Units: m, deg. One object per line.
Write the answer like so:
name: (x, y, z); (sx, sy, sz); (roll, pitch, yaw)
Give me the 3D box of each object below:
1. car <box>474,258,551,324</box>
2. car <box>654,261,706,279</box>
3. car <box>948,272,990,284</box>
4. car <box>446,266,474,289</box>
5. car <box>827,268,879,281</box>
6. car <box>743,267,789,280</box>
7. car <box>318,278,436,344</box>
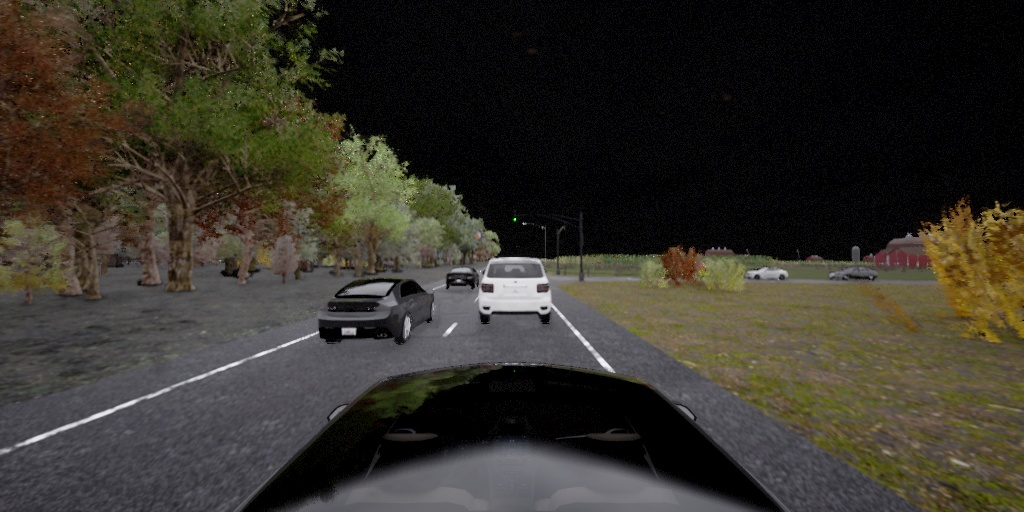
car: (0.099, 1.083, 12.614); (2.150, 2.045, 5.566); (0, -1, 0)
car: (19.562, 1.642, 41.818); (5.566, 2.045, 2.150); (1, -2, 0)
car: (48.938, 2.210, 38.071); (4.181, 1.385, 1.994); (1, -2, 0)
car: (-3.397, 1.468, 25.384); (1.882, 1.535, 5.008); (0, -1, 0)
car: (39.575, 2.131, 41.705); (4.902, 1.511, 2.128); (1, -2, 0)
car: (29.528, 2.055, 41.767); (4.674, 1.442, 1.812); (1, -2, 0)
car: (-3.397, 1.338, 9.890); (1.837, 1.490, 4.892); (0, 0, 0)
